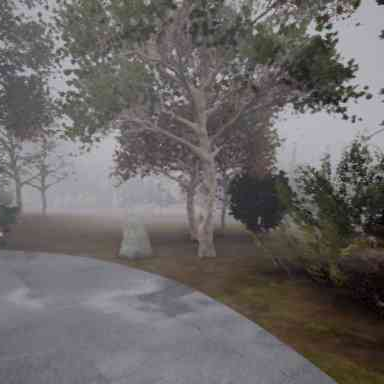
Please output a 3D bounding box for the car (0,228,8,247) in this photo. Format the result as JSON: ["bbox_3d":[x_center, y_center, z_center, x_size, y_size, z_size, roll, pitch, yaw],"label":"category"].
[{"bbox_3d":[-9.357,1.581,11.717,5.357,1.411,2.033,-1,-2,11],"label":"car"}]
